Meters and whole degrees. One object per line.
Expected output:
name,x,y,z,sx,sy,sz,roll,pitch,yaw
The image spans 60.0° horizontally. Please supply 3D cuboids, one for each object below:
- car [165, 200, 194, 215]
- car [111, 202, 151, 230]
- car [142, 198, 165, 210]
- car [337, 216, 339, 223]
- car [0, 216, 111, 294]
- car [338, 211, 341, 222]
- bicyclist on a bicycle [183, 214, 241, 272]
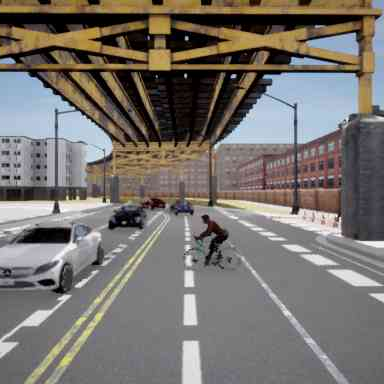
car,-1.084,1.547,33.521,2.033,1.411,5.357,0,0,-11
car,-3.919,1.564,20.910,1.994,1.385,4.181,0,0,-2
car,-5.156,1.478,43.037,1.882,1.535,5.008,0,0,-31
car,12.025,1.453,21.278,4.974,1.542,2.038,0,0,29
car,-3.696,1.526,8.915,1.812,1.442,4.674,0,0,-1
car,12.070,1.295,21.253,4.536,1.218,1.853,0,0,29
bicyclist on a bicycle,0.558,1.452,9.407,1.656,1.620,0.582,-1,0,-1
